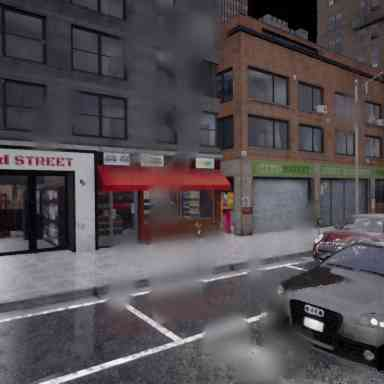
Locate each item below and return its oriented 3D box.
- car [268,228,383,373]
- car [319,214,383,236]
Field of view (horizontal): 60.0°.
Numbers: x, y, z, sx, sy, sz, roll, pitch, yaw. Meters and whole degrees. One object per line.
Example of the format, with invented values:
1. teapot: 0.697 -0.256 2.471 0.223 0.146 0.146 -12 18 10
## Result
1. car: 3.228 1.566 5.561 4.181 1.385 1.994 0 0 -36
2. car: 5.720 1.446 10.749 4.097 1.590 1.967 0 -1 -36
